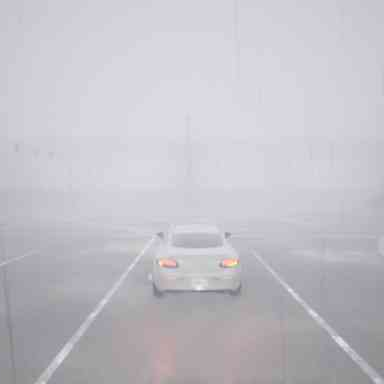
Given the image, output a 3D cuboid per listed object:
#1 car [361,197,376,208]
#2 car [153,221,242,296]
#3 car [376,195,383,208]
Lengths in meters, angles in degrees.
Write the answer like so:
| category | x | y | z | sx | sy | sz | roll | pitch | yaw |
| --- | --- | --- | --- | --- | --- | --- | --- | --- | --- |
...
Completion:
| category | x | y | z | sx | sy | sz | roll | pitch | yaw |
| --- | --- | --- | --- | --- | --- | --- | --- | --- | --- |
| car | 22.020 | 1.085 | 38.005 | 4.902 | 1.511 | 2.128 | 0 | 0 | 2 |
| car | 0.069 | 1.462 | 8.338 | 1.812 | 1.442 | 4.674 | 0 | 0 | -1 |
| car | 22.287 | 1.118 | 34.498 | 4.892 | 1.490 | 1.837 | -1 | 0 | 1 |
